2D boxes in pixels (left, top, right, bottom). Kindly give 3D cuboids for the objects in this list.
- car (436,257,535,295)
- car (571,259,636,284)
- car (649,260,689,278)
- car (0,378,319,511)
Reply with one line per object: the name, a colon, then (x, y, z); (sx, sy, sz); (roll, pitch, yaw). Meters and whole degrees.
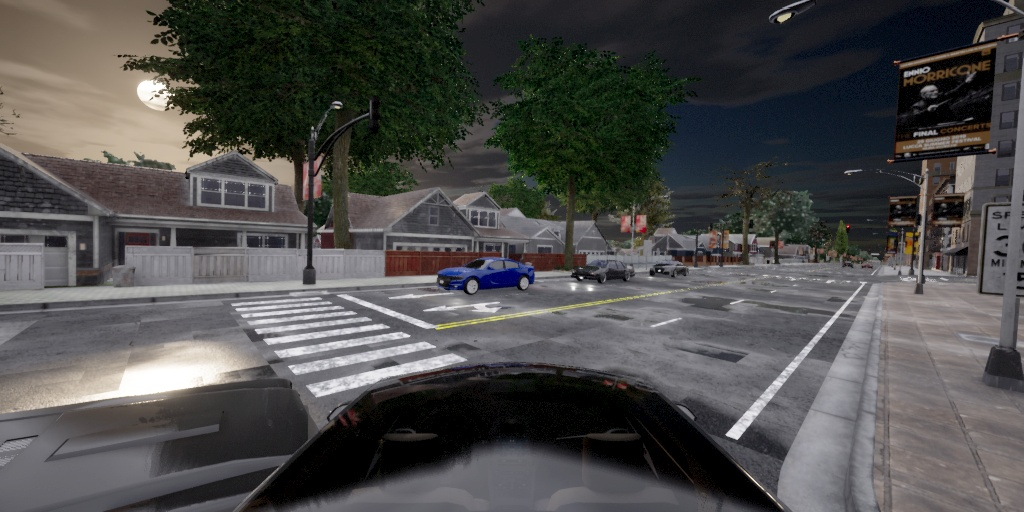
car: (-1.083, 0.808, 16.492); (5.008, 1.535, 1.882); (0, 2, -44)
car: (6.098, 0.939, 23.396); (5.357, 1.411, 2.033); (0, 2, -44)
car: (13.311, 1.021, 30.301); (4.181, 1.385, 1.994); (0, 2, -44)
car: (-3.313, 1.286, 1.311); (4.718, 1.301, 1.895); (1, 2, -34)
